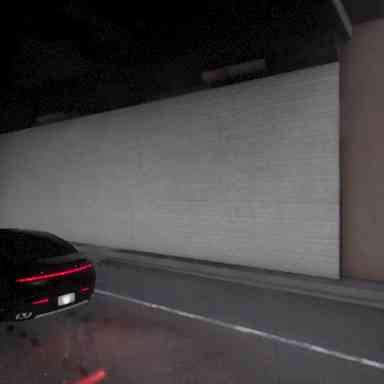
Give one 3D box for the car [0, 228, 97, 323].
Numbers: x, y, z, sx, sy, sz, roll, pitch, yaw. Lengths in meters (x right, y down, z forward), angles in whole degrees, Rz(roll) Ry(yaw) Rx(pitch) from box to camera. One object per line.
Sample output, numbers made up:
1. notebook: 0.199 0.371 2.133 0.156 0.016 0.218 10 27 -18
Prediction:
1. car: -4.033 1.512 6.868 4.892 1.490 1.837 0 0 35
